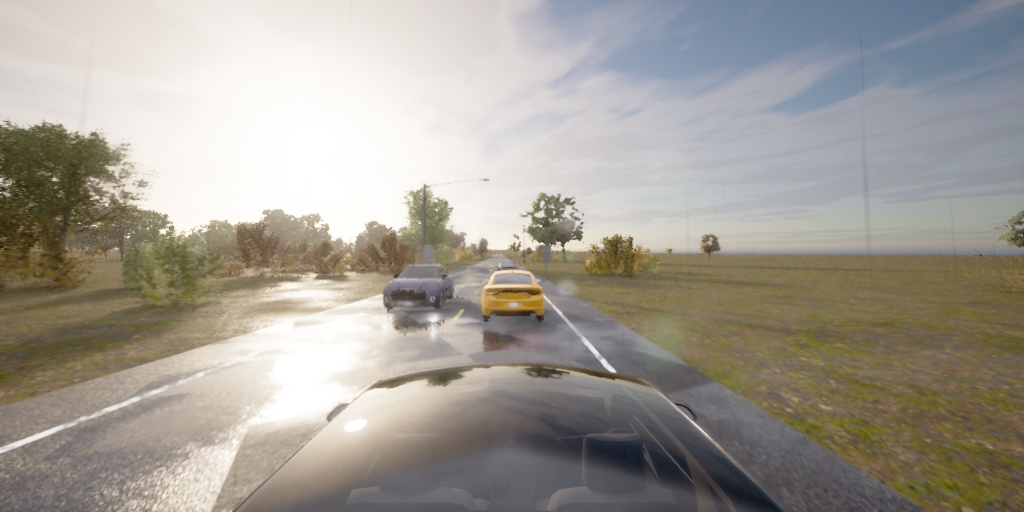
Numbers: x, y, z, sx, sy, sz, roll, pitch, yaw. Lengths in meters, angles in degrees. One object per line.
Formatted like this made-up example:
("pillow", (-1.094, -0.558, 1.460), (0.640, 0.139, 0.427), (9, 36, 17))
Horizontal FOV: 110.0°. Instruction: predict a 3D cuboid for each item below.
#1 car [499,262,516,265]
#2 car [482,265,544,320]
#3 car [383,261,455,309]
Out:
("car", (-0.359, 1.243, 30.765), (2.128, 1.511, 4.902), (0, 0, -2))
("car", (0.017, 1.232, 12.640), (1.882, 1.535, 5.008), (0, 0, -1))
("car", (-3.699, 1.109, 14.942), (2.097, 1.767, 4.553), (0, 0, -1))
